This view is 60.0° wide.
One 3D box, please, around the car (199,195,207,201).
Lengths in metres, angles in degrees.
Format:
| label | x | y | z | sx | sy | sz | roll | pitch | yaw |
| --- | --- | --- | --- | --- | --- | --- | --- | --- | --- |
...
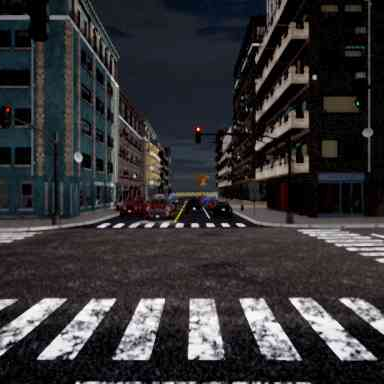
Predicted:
| label | x | y | z | sx | sy | sz | roll | pitch | yaw |
| --- | --- | --- | --- | --- | --- | --- | --- | --- | --- |
| car | 2.880 | 1.442 | 85.809 | 1.887 | 1.381 | 4.507 | 0 | 0 | 0 |

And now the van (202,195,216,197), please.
| label | x | y | z | sx | sy | sz | roll | pitch | yaw |
| --- | --- | --- | --- | --- | --- | --- | --- | --- | --- |
| van | 2.738 | 1.295 | 46.945 | 1.690 | 1.788 | 3.998 | 0 | 0 | 0 |

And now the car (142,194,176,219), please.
| label | x | y | z | sx | sy | sz | roll | pitch | yaw |
| --- | --- | --- | --- | --- | --- | --- | --- | --- | --- |
| car | -2.715 | 1.328 | 28.291 | 2.097 | 1.767 | 4.553 | 0 | 0 | 0 |

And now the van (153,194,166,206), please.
| label | x | y | z | sx | sy | sz | roll | pitch | yaw |
| --- | --- | --- | --- | --- | --- | --- | --- | --- | --- |
| van | -5.122 | 1.287 | 52.525 | 1.690 | 1.788 | 3.998 | 0 | 0 | 0 |

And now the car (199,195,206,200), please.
| label | x | y | z | sx | sy | sz | roll | pitch | yaw |
| --- | --- | --- | --- | --- | --- | --- | --- | --- | --- |
| car | 2.900 | 1.432 | 91.361 | 1.887 | 1.381 | 4.507 | 0 | 0 | 0 |

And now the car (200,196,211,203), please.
| label | x | y | z | sx | sy | sz | roll | pitch | yaw |
| --- | --- | --- | --- | --- | --- | --- | --- | --- | --- |
| car | 2.819 | 1.474 | 69.153 | 2.008 | 1.369 | 4.403 | 0 | 0 | 0 |

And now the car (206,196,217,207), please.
| label | x | y | z | sx | sy | sz | roll | pitch | yaw |
| --- | --- | --- | --- | --- | --- | --- | --- | --- | --- |
| car | 2.717 | 1.543 | 41.393 | 1.802 | 1.307 | 4.206 | 0 | 0 | 0 |

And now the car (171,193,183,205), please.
| label | x | y | z | sx | sy | sz | roll | pitch | yaw |
| --- | --- | --- | --- | --- | --- | --- | --- | --- | --- |
| car | -2.604 | 1.433 | 57.531 | 2.128 | 1.511 | 4.902 | 0 | 0 | 1 |

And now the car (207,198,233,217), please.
| label | x | y | z | sx | sy | sz | roll | pitch | yaw |
| --- | --- | --- | --- | --- | --- | --- | --- | --- | --- |
| car | 2.676 | 1.540 | 30.289 | 1.947 | 1.339 | 4.313 | 0 | 0 | 0 |

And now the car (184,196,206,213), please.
| label | x | y | z | sx | sy | sz | roll | pitch | yaw |
| --- | --- | --- | --- | --- | --- | --- | --- | --- | --- |
| car | 0.234 | 1.471 | 36.734 | 1.837 | 1.490 | 4.892 | 0 | 0 | 0 |

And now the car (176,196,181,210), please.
| label | x | y | z | sx | sy | sz | roll | pitch | yaw |
| --- | --- | --- | --- | --- | --- | --- | --- | --- | --- |
| car | -2.711 | 1.456 | 38.137 | 2.128 | 1.511 | 4.902 | 0 | 0 | 0 |

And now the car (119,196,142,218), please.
| label | x | y | z | sx | sy | sz | roll | pitch | yaw |
| --- | --- | --- | --- | --- | --- | --- | --- | --- | --- |
| car | -5.204 | 1.289 | 30.317 | 2.192 | 1.841 | 5.009 | 0 | 0 | 0 |

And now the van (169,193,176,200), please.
| label | x | y | z | sx | sy | sz | roll | pitch | yaw |
| --- | --- | --- | --- | --- | --- | --- | --- | --- | --- |
| van | -5.000 | 1.238 | 85.836 | 1.690 | 1.788 | 3.998 | 0 | 0 | 0 |

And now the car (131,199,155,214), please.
| label | x | y | z | sx | sy | sz | roll | pitch | yaw |
| --- | --- | --- | --- | --- | --- | --- | --- | --- | --- |
| car | -5.183 | 1.512 | 35.869 | 1.887 | 1.381 | 4.507 | 0 | 0 | 0 |

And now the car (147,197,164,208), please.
| label | x | y | z | sx | sy | sz | roll | pitch | yaw |
| --- | --- | --- | --- | --- | --- | --- | --- | --- | --- |
| car | -5.143 | 1.498 | 46.973 | 1.887 | 1.381 | 4.507 | 0 | 0 | 0 |
